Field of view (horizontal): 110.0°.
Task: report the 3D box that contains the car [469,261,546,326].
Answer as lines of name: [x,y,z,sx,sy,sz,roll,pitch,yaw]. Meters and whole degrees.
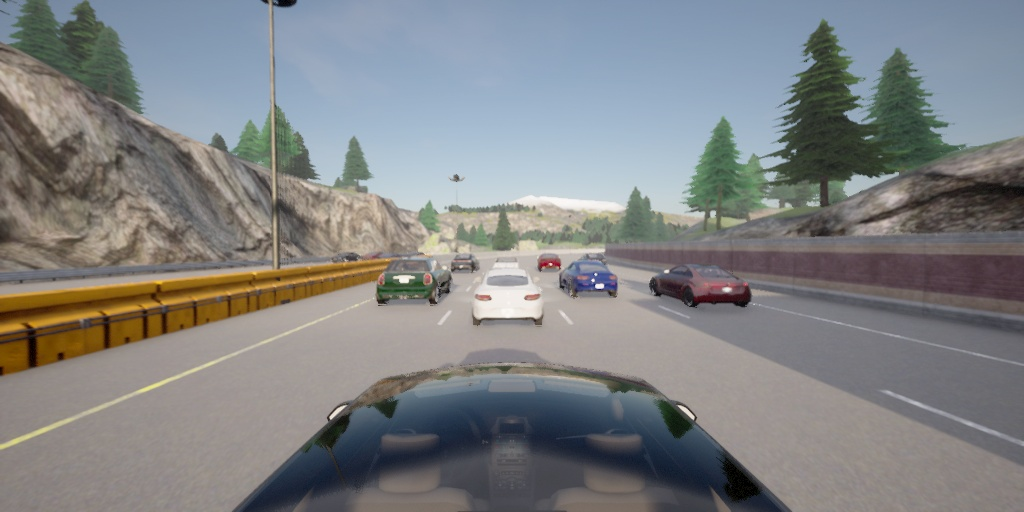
car: [-0.137,1.055,10.577,1.812,1.442,4.674,0,2,-1]

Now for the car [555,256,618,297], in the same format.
car: [3.246,0.908,15.803,1.812,1.442,4.674,0,1,-1]

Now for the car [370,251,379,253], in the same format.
car: [-16.465,0.222,48.163,2.033,1.411,5.357,0,1,8]

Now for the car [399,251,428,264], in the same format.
car: [-12.963,0.174,47.615,1.837,1.490,4.892,0,2,8]

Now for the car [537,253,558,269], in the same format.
car: [3.252,0.467,31.592,1.882,1.535,5.008,0,1,2]

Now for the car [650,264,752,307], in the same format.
car: [6.805,0.989,13.413,1.994,1.385,4.181,0,1,-1]

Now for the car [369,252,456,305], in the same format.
car: [-3.719,0.807,14.334,2.097,1.767,4.553,0,2,-1]

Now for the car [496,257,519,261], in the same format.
car: [-0.367,0.691,28.274,1.895,1.301,4.718,0,1,1]

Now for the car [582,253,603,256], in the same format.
car: [6.685,0.502,30.090,2.128,1.511,4.902,0,1,2]

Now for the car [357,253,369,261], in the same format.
car: [-19.493,0.091,51.215,1.882,1.535,5.008,0,1,10]

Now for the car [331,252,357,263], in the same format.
car: [-23.208,0.164,50.106,1.837,1.490,4.892,0,1,9]

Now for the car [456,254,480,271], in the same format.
car: [-3.815,0.560,29.835,2.128,1.511,4.902,0,1,2]
